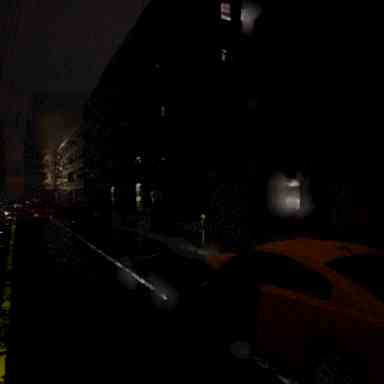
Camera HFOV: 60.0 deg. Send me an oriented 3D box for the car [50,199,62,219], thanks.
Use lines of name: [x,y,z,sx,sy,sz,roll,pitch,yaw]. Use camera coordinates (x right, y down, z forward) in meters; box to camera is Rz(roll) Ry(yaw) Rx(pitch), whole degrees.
car: [-11.878,1.620,31.106,1.967,1.590,4.097,-1,0,-28]

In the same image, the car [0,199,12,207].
car: [-35.704,2.049,64.091,1.882,1.535,5.008,-1,0,-28]

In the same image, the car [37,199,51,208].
car: [-25.144,1.966,56.272,1.887,1.381,4.507,-1,0,-28]

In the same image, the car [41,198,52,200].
car: [-19.837,1.902,46.206,1.802,1.307,4.206,-1,0,-28]

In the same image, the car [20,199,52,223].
car: [-13.238,1.681,28.062,1.882,1.535,5.008,-1,0,-28]

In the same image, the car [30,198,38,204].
car: [-41.064,2.338,86.472,1.802,1.307,4.206,-1,0,-28]

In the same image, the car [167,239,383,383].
car: [1.550,1.442,4.917,1.882,1.535,5.008,-1,0,-28]

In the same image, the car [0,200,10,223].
car: [-16.821,1.755,28.059,2.128,1.511,4.902,-1,0,-28]

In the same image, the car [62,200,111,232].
car: [-6.572,1.406,21.040,2.192,1.841,5.009,-1,0,-28]

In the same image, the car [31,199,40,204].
car: [-38.410,2.280,81.439,1.802,1.307,4.206,-1,0,-28]
